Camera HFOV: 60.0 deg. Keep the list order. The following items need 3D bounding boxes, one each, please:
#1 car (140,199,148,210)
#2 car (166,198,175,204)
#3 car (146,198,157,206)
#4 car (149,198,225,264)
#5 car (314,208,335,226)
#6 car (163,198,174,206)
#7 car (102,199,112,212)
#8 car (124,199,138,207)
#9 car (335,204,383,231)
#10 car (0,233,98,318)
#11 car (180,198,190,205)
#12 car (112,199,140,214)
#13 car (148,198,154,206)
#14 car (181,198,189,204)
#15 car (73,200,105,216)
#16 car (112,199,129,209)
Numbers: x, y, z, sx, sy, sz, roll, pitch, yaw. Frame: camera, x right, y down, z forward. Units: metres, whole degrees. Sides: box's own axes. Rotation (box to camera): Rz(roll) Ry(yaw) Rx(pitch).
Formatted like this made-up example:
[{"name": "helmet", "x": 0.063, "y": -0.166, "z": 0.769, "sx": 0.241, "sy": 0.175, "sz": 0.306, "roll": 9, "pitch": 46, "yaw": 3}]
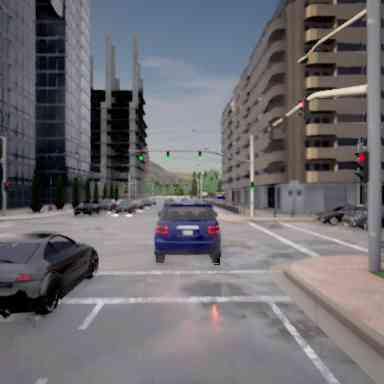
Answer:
[{"name": "car", "x": -8.096, "y": 1.903, "z": 49.193, "sx": 1.812, "sy": 1.442, "sz": 4.674, "roll": 0, "pitch": 0, "yaw": -1}, {"name": "car", "x": -5.178, "y": 2.148, "z": 80.551, "sx": 1.994, "sy": 1.385, "sz": 4.181, "roll": 0, "pitch": 0, "yaw": -1}, {"name": "car", "x": -8.446, "y": 2.048, "z": 69.492, "sx": 1.812, "sy": 1.442, "sz": 4.674, "roll": 0, "pitch": 0, "yaw": -1}, {"name": "car", "x": -0.154, "y": 1.351, "z": 12.563, "sx": 2.150, "sy": 2.045, "sz": 5.566, "roll": 0, "pitch": -1, "yaw": -1}, {"name": "car", "x": 11.794, "y": 1.721, "z": 25.225, "sx": 4.892, "sy": 1.490, "sz": 1.837, "roll": 0, "pitch": 0, "yaw": -2}, {"name": "car", "x": -4.963, "y": 2.050, "z": 70.377, "sx": 2.128, "sy": 1.511, "sz": 4.902, "roll": 0, "pitch": 0, "yaw": -1}, {"name": "car", "x": -11.524, "y": 1.707, "z": 45.191, "sx": 2.097, "sy": 1.767, "sz": 4.553, "roll": 0, "pitch": 0, "yaw": -1}, {"name": "car", "x": -11.838, "y": 2.059, "z": 64.355, "sx": 1.994, "sy": 1.385, "sz": 4.181, "roll": 0, "pitch": 0, "yaw": -1}, {"name": "car", "x": 12.251, "y": 1.542, "z": 21.737, "sx": 4.553, "sy": 1.767, "sz": 2.097, "roll": 0, "pitch": 0, "yaw": -1}, {"name": "car", "x": -3.591, "y": 1.629, "z": 7.677, "sx": 1.994, "sy": 1.385, "sz": 4.181, "roll": 0, "pitch": 0, "yaw": -1}, {"name": "car", "x": -1.467, "y": 2.068, "z": 70.567, "sx": 1.994, "sy": 1.385, "sz": 4.181, "roll": 0, "pitch": 0, "yaw": -1}, {"name": "car", "x": -7.916, "y": 1.816, "z": 40.169, "sx": 1.837, "sy": 1.490, "sz": 4.892, "roll": 0, "pitch": 0, "yaw": -1}, {"name": "car", "x": -8.254, "y": 2.015, "z": 59.234, "sx": 1.994, "sy": 1.385, "sz": 4.181, "roll": 0, "pitch": 0, "yaw": -1}, {"name": "car", "x": -1.679, "y": 2.129, "z": 80.626, "sx": 2.033, "sy": 1.411, "sz": 5.357, "roll": 0, "pitch": 0, "yaw": -1}, {"name": "car", "x": -11.340, "y": 1.890, "z": 36.295, "sx": 1.895, "sy": 1.301, "sz": 4.718, "roll": 0, "pitch": 0, "yaw": -1}, {"name": "car", "x": -11.689, "y": 1.949, "z": 54.553, "sx": 1.812, "sy": 1.442, "sz": 4.674, "roll": 0, "pitch": 0, "yaw": -1}]
